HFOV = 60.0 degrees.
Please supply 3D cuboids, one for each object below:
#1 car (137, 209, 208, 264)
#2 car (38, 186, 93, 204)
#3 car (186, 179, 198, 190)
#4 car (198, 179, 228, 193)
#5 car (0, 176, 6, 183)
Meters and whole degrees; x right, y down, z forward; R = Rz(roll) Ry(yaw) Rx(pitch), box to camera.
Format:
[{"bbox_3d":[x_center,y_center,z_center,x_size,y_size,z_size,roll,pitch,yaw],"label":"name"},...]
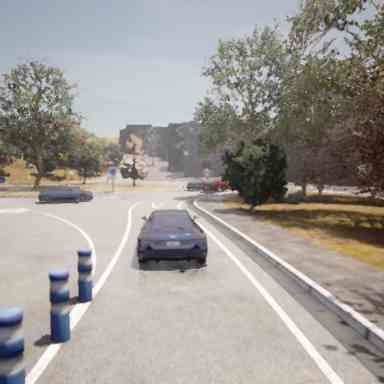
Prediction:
[{"bbox_3d":[-0.693,1.233,10.674,1.994,1.385,4.181,0,3,-6],"label":"car"},{"bbox_3d":[-10.280,0.173,27.123,4.181,1.385,1.994,-1,5,-16],"label":"car"},{"bbox_3d":[0.708,-1.004,42.693,2.033,1.411,5.357,1,5,15],"label":"car"},{"bbox_3d":[3.062,-0.789,38.891,1.882,1.535,5.008,3,5,33],"label":"car"},{"bbox_3d":[-35.284,-2.260,58.007,1.882,1.535,5.008,2,4,31],"label":"car"}]
